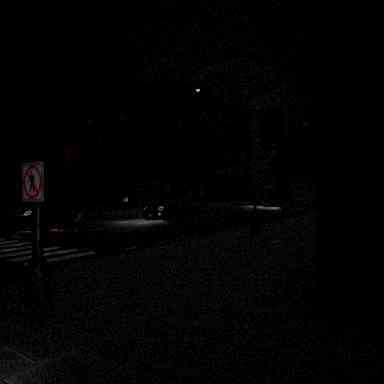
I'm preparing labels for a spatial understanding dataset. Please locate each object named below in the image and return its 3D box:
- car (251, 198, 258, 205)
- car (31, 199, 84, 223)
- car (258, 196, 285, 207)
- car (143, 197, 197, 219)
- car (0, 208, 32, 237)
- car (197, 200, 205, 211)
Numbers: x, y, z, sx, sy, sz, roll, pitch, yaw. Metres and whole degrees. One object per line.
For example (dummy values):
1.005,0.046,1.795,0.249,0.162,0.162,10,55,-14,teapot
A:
11.055,1.379,51.611,2.033,1.411,5.357,0,0,35,car
-9.690,1.306,22.446,2.097,1.767,4.553,0,0,35,car
11.496,1.316,46.675,1.837,1.490,4.892,0,0,36,car
-1.971,1.261,27.729,2.097,1.767,4.553,0,0,35,car
-10.479,1.574,15.703,1.895,1.301,4.718,0,0,35,car
-0.351,1.448,35.648,1.994,1.385,4.181,0,0,35,car
